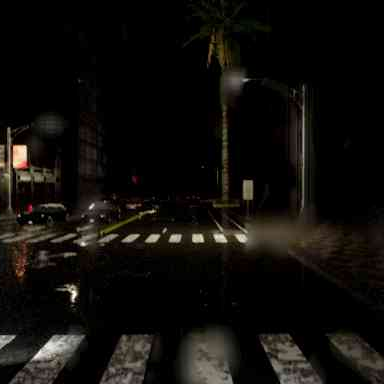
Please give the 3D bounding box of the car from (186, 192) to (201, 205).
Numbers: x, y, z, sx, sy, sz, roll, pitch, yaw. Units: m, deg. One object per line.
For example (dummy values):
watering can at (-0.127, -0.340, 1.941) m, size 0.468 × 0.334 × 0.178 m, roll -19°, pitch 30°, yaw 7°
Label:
car at (0.228, 1.049, 53.436) m, size 2.150 × 2.045 × 5.566 m, roll 0°, pitch 0°, yaw 0°

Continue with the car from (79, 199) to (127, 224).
car at (-6.495, 1.458, 24.187) m, size 2.033 × 1.411 × 5.357 m, roll 0°, pitch 0°, yaw 0°

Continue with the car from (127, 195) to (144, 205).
car at (-9.522, 1.316, 56.500) m, size 2.128 × 1.511 × 4.902 m, roll 0°, pitch 0°, yaw 1°

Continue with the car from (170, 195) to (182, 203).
car at (-2.977, 1.357, 63.843) m, size 2.033 × 1.411 × 5.357 m, roll 0°, pitch 0°, yaw 0°

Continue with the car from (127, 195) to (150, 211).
car at (-6.425, 1.390, 38.384) m, size 1.812 × 1.442 × 4.674 m, roll 0°, pitch 0°, yaw 0°

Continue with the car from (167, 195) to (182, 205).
car at (-3.020, 1.391, 53.837) m, size 1.994 × 1.385 × 4.181 m, roll 0°, pitch 0°, yaw 0°

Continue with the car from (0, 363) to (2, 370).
car at (-3.141, 1.555, 2.030) m, size 1.994 × 1.385 × 4.181 m, roll 0°, pitch 0°, yaw 0°

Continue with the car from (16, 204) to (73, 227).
car at (-9.767, 1.518, 22.384) m, size 1.895 × 1.301 × 4.718 m, roll 0°, pitch 0°, yaw 1°

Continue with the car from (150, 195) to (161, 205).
car at (-6.275, 1.330, 56.284) m, size 1.837 × 1.490 × 4.892 m, roll 0°, pitch 0°, yaw 1°

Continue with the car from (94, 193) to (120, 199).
car at (-9.678, 1.086, 37.911) m, size 2.150 × 2.045 × 5.566 m, roll 0°, pitch 0°, yaw 0°
